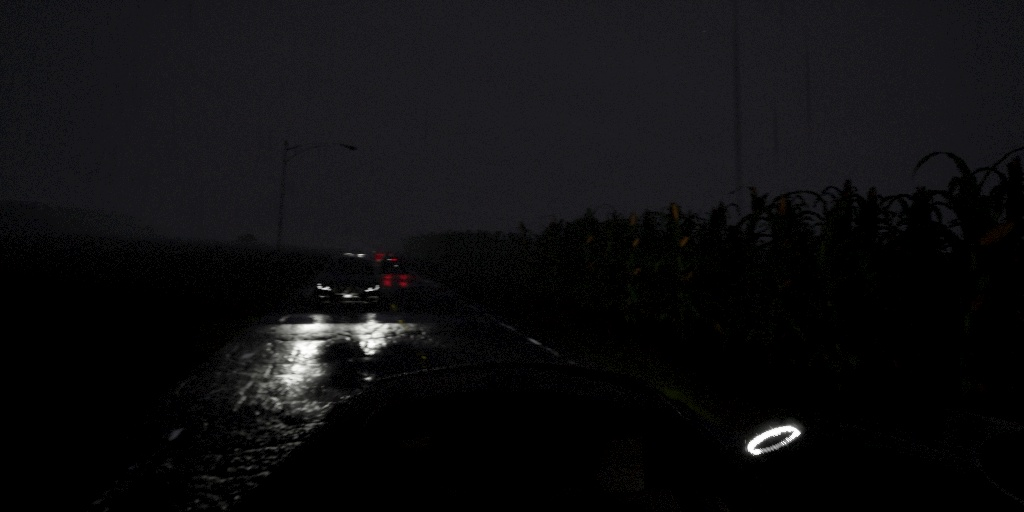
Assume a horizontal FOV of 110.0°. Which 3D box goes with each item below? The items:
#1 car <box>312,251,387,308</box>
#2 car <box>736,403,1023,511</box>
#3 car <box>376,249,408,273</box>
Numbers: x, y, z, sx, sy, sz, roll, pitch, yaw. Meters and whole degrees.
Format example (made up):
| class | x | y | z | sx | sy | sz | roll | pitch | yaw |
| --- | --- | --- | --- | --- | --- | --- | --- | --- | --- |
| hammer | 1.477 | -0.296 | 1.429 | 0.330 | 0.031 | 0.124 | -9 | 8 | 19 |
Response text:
| class | x | y | z | sx | sy | sz | roll | pitch | yaw |
| --- | --- | --- | --- | --- | --- | --- | --- | --- | --- |
| car | -5.585 | 0.791 | 12.391 | 1.837 | 1.490 | 4.892 | 4 | 1 | -23 |
| car | 3.195 | 1.344 | 0.986 | 2.097 | 1.767 | 4.553 | 4 | 0 | -23 |
| car | -9.330 | 0.432 | 28.282 | 2.128 | 1.511 | 4.902 | 4 | 0 | -23 |
